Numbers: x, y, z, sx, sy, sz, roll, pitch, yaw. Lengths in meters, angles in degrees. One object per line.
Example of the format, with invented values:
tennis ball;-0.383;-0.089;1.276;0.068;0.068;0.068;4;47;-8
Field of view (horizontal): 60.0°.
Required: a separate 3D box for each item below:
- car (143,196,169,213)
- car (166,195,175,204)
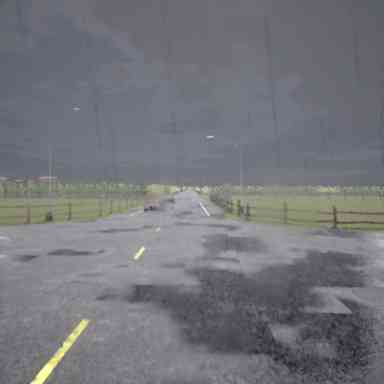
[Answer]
car;-3.833;1.378;34.545;1.994;1.385;4.181;0;0;0
car;-3.831;1.233;55.827;2.033;1.411;5.357;0;0;0
